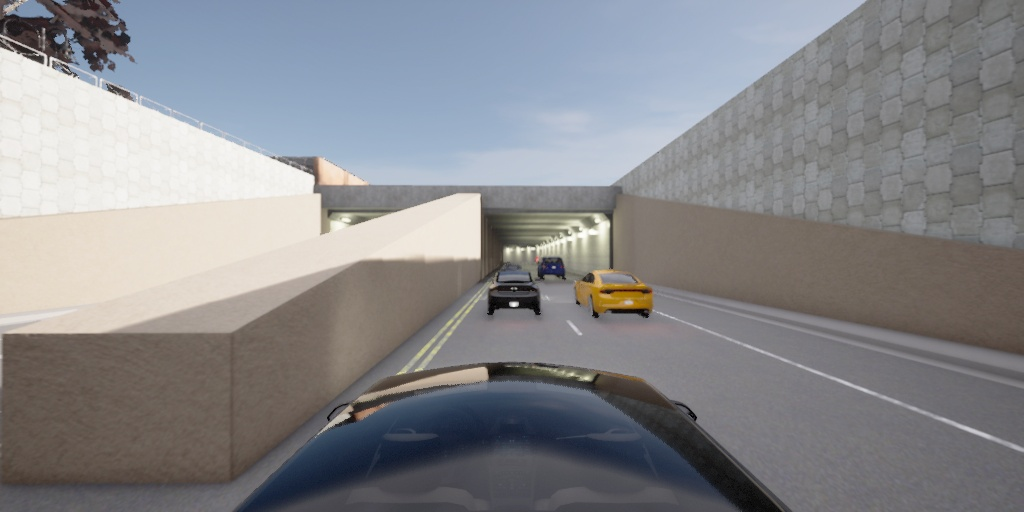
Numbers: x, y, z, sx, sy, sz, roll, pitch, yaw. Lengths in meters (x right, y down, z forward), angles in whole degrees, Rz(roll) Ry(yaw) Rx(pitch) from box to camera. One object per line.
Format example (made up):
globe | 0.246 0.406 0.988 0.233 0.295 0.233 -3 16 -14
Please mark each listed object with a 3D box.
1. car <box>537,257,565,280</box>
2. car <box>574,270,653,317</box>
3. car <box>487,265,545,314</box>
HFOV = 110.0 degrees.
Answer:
car | 3.586 1.076 33.276 2.150 2.045 5.566 0 0 0
car | 3.574 1.266 13.410 1.882 1.535 5.008 0 0 0
car | 0.078 1.297 14.015 1.837 1.490 4.892 0 0 0
